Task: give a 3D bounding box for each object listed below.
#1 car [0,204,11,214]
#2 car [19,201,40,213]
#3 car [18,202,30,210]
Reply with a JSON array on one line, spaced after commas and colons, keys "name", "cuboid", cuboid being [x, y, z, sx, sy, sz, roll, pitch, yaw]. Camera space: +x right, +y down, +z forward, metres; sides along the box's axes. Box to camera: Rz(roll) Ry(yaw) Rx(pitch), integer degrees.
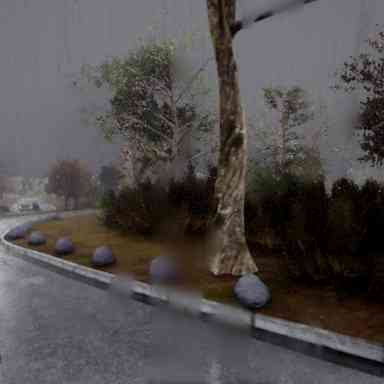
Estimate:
[{"name": "car", "cuboid": [-27.965, 2.411, 48.009, 1.994, 1.385, 4.181, 0, -1, -6]}, {"name": "car", "cuboid": [-25.187, 2.226, 51.645, 2.097, 1.767, 4.553, 0, -1, -10]}, {"name": "car", "cuboid": [-31.994, 2.573, 63.430, 1.994, 1.385, 4.181, 0, 0, -25]}]
